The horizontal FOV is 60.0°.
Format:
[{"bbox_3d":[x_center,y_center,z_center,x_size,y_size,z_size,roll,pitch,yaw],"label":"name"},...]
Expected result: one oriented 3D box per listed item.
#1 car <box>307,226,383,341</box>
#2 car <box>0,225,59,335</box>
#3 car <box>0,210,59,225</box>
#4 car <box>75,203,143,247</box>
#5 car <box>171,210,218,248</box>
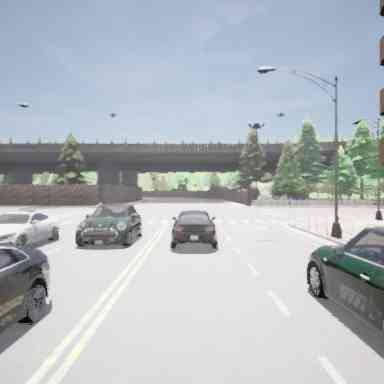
[{"bbox_3d":[3.600,1.342,5.566,2.097,1.767,4.553,0,0,0],"label":"car"},{"bbox_3d":[-3.556,1.485,4.298,2.128,1.511,4.902,0,0,0],"label":"car"},{"bbox_3d":[-7.035,1.500,13.644,1.812,1.442,4.674,0,0,1],"label":"car"},{"bbox_3d":[-3.523,1.325,14.866,2.097,1.767,4.553,0,0,0],"label":"car"},{"bbox_3d":[0.089,1.499,14.413,1.812,1.442,4.674,0,0,0],"label":"car"}]
